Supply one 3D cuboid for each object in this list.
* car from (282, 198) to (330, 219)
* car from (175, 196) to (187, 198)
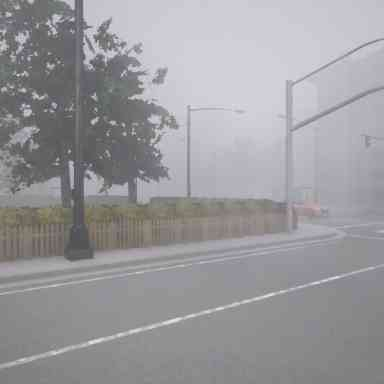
[{"bbox_3d":[9.838,1.351,29.541,2.097,1.767,4.553,0,0,-35],"label":"car"},{"bbox_3d":[-2.074,1.350,53.191,2.097,1.767,4.553,0,0,-35],"label":"car"}]
